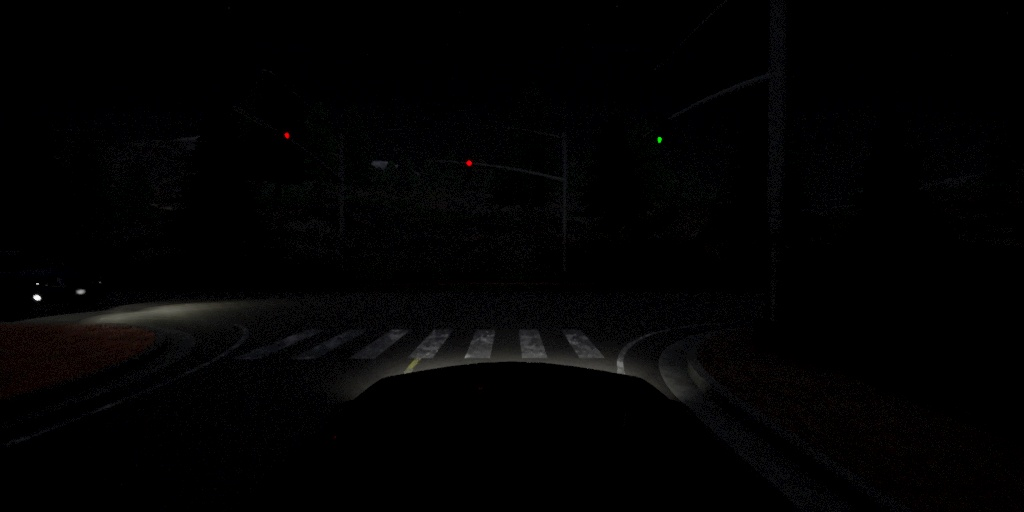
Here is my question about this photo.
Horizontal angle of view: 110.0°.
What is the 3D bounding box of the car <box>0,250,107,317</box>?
[{"bbox_3d":[-17.196,0.816,12.008,5.566,2.045,2.150,1,1,0],"label":"car"}]
